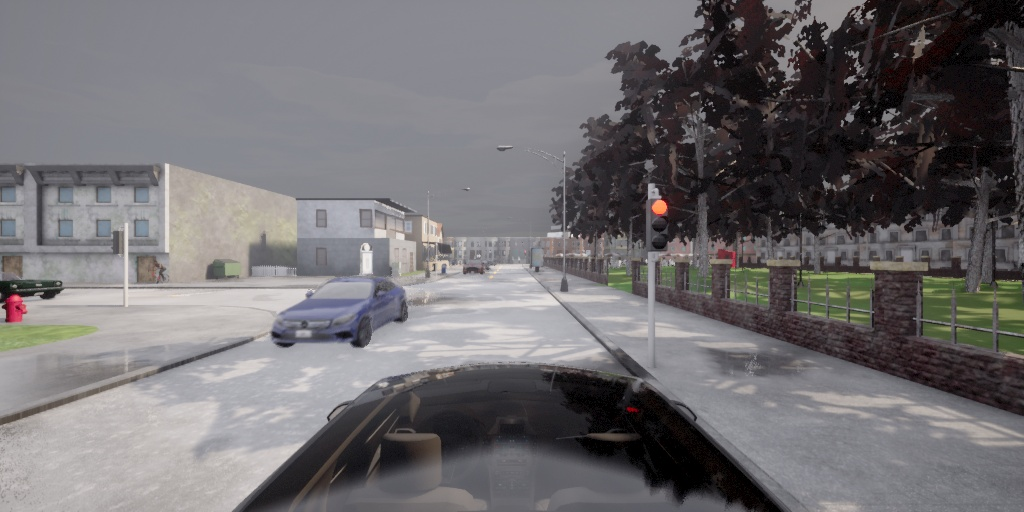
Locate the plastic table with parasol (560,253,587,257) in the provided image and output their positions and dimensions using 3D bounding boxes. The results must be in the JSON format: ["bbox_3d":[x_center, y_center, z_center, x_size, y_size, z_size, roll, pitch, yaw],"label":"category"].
[{"bbox_3d":[9.949,0.684,57.775,2.482,2.480,2.482,0,0,-40],"label":"plastic table with parasol"}]

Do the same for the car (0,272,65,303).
[{"bbox_3d":[-22.993,1.351,15.758,4.718,1.301,1.895,0,0,0],"label":"car"}]

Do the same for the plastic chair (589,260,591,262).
[{"bbox_3d":[13.692,1.304,62.364,0.730,1.272,0.750,0,0,-35],"label":"plastic chair"}]

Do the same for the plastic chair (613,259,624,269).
[{"bbox_3d":[16.003,1.296,54.041,0.750,1.272,0.730,0,0,-40],"label":"plastic chair"}]

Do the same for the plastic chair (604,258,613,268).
[{"bbox_3d":[14.296,1.306,54.136,0.730,1.272,0.750,0,0,-35],"label":"plastic chair"}]

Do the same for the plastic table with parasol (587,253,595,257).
[{"bbox_3d":[14.644,0.673,63.252,2.482,2.480,2.482,0,0,-42],"label":"plastic table with parasol"}]

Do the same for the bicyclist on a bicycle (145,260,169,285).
[{"bbox_3d":[-23.871,1.098,24.156,0.582,1.620,1.656,0,0,0],"label":"bicyclist on a bicycle"}]

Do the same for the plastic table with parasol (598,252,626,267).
[{"bbox_3d":[15.269,0.694,55.039,2.482,2.480,2.482,0,0,-40],"label":"plastic table with parasol"}]

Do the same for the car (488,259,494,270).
[{"bbox_3d":[-4.118,1.296,50.715,2.033,1.411,5.357,0,0,0],"label":"car"}]

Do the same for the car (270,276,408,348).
[{"bbox_3d":[-4.103,1.276,9.389,1.812,1.442,4.674,0,0,0],"label":"car"}]

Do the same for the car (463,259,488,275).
[{"bbox_3d":[-4.115,1.102,39.543,2.097,1.767,4.553,0,0,0],"label":"car"}]
